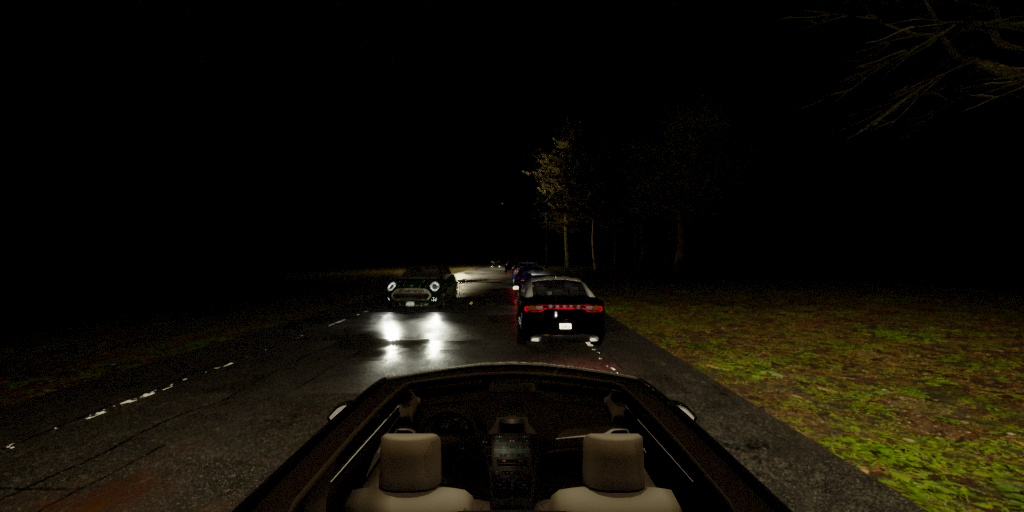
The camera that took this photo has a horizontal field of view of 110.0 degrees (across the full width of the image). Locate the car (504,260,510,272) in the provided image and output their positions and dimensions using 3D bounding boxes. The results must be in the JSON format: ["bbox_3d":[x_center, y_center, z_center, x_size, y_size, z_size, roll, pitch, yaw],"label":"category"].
[{"bbox_3d":[0.042,1.348,46.810,1.837,1.490,4.892,0,0,0],"label":"car"}]

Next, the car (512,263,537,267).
[{"bbox_3d":[1.058,1.294,19.526,1.812,1.442,4.674,0,0,0],"label":"car"}]

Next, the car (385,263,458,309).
[{"bbox_3d":[-3.595,1.111,14.931,2.097,1.767,4.553,0,0,0],"label":"car"}]

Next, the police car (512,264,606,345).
[{"bbox_3d":[1.054,1.178,9.635,1.930,1.638,5.238,0,0,0],"label":"police car"}]

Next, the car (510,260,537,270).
[{"bbox_3d":[1.059,1.134,25.497,2.097,1.767,4.553,0,0,0],"label":"car"}]
